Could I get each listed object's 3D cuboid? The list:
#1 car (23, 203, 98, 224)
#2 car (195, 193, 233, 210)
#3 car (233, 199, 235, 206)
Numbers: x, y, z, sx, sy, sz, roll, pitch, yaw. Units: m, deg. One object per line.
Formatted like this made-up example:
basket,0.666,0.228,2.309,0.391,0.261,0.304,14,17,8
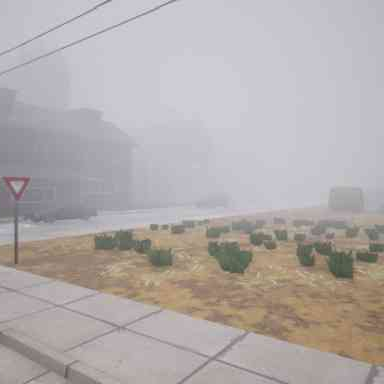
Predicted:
car,-9.570,1.519,24.773,2.033,1.411,5.357,0,0,35
car,2.649,1.195,42.377,2.150,2.045,5.566,0,0,35
car,5.758,1.115,54.091,1.905,1.878,3.866,6,1,-8
